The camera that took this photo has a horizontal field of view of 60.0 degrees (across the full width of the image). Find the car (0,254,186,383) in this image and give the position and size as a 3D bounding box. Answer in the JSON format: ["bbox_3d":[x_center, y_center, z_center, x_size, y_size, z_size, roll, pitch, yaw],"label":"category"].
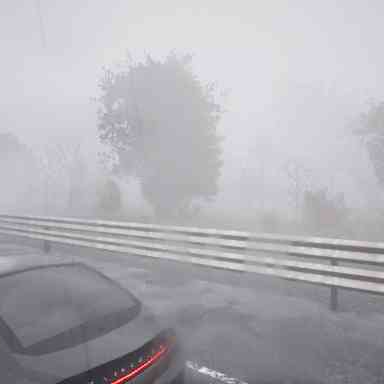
[{"bbox_3d":[-2.323,1.508,3.835,4.892,1.490,1.837,0,0,36],"label":"car"}]
